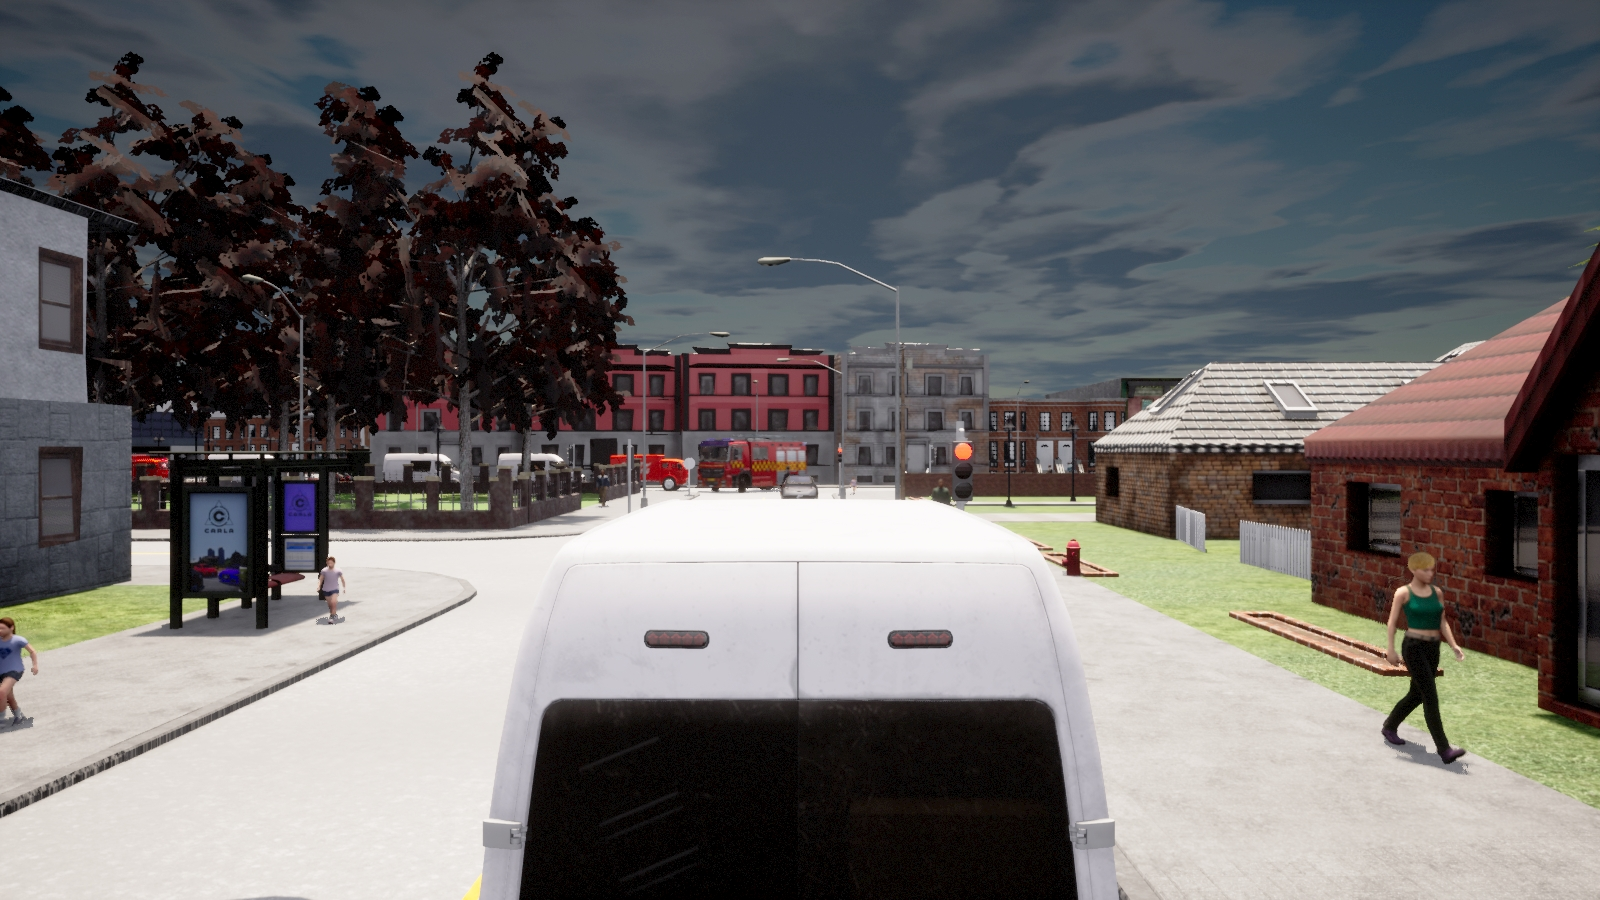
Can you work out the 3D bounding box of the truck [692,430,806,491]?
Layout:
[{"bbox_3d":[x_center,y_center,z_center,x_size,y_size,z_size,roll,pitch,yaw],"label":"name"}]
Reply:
[{"bbox_3d":[-3.303,0.670,77.053,2.891,3.827,8.468,0,0,38],"label":"truck"}]

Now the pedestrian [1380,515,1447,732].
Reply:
[{"bbox_3d":[5.444,1.524,10.144,0.375,1.860,0.375,0,0,-9],"label":"pedestrian"}]

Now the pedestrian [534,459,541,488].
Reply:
[{"bbox_3d":[-16.839,1.523,73.354,0.375,1.860,0.375,0,0,0],"label":"pedestrian"}]

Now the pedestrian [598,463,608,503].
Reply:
[{"bbox_3d":[-9.194,1.526,53.329,0.375,1.860,0.375,0,0,1],"label":"pedestrian"}]

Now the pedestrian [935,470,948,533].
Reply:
[{"bbox_3d":[4.215,1.523,34.014,0.375,1.860,0.375,0,0,9],"label":"pedestrian"}]

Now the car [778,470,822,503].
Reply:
[{"bbox_3d":[-0.021,1.827,57.775,2.128,1.511,4.902,0,0,0],"label":"car"}]

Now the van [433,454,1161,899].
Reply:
[{"bbox_3d":[-0.009,1.315,6.082,1.988,2.561,5.915,0,0,0],"label":"van"}]

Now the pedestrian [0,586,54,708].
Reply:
[{"bbox_3d":[-7.657,1.897,11.084,0.500,1.100,0.500,0,0,4],"label":"pedestrian"}]

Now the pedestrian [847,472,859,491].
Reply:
[{"bbox_3d":[3.166,1.898,68.308,0.500,1.100,0.500,0,0,-27],"label":"pedestrian"}]

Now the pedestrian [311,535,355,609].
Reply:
[{"bbox_3d":[-7.271,1.896,17.798,0.500,1.100,0.500,0,0,-4],"label":"pedestrian"}]

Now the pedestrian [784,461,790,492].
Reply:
[{"bbox_3d":[-0.810,1.628,69.799,0.375,1.860,0.375,0,0,2],"label":"pedestrian"}]
